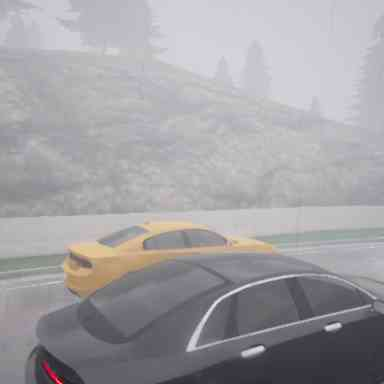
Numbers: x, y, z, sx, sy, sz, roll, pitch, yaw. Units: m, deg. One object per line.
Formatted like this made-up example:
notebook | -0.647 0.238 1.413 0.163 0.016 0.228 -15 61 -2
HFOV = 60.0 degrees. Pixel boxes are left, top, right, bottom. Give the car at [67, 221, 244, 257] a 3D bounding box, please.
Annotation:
car | -0.245 1.407 7.533 5.008 1.535 1.882 0 0 -30

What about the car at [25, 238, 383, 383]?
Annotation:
car | 0.826 1.469 3.821 4.892 1.490 1.837 0 0 -31
